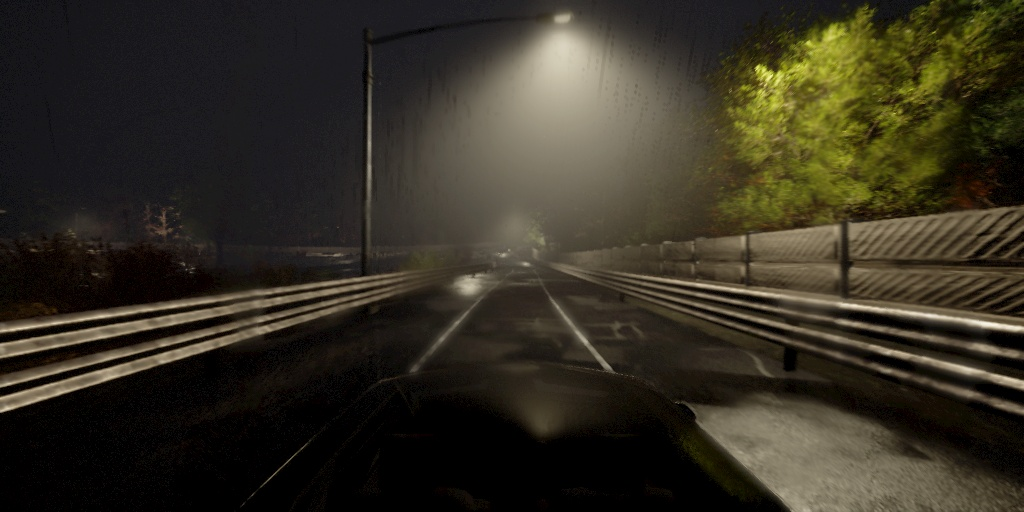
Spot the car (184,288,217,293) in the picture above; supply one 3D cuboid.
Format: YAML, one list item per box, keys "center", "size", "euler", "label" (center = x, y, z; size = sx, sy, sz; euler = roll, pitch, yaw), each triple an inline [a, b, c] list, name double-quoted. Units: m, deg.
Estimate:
- center: [-42.402, 5.248, 49.101]
  size: [1.895, 1.301, 4.718]
  euler: [1, 4, 17]
  label: "car"
